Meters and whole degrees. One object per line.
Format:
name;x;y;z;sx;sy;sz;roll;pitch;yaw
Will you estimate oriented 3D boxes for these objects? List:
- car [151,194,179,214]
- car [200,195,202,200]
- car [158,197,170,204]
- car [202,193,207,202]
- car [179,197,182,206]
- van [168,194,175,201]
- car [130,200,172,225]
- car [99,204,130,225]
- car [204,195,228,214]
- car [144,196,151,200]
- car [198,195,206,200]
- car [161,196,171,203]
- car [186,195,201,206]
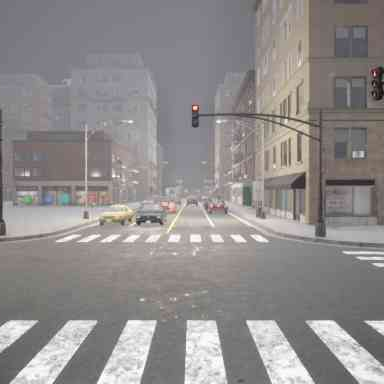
car;-2.819;1.353;35.488;2.097;1.767;4.553;0;0;0
car;2.682;1.529;52.544;1.752;1.417;4.829;0;0;0
car;-5.333;1.587;63.706;1.802;1.307;4.206;0;0;0
car;2.672;1.318;41.050;2.192;1.841;5.009;0;0;0
car;-2.721;1.552;56.068;2.033;1.411;5.357;0;0;0
van;-5.313;1.350;86.353;1.690;1.788;3.998;0;0;0
car;-2.828;1.548;24.182;2.033;1.411;5.357;0;0;0
car;-5.368;1.526;23.902;1.752;1.417;4.829;0;0;0
car;2.667;1.442;35.388;1.967;1.590;4.097;0;0;0
car;-5.353;1.553;41.058;2.008;1.369;4.403;0;0;0
car;2.717;1.577;92.008;1.947;1.339;4.313;0;0;0
car;-5.328;1.531;69.197;1.752;1.417;4.829;0;0;0
car;0.047;1.509;54.009;1.837;1.490;4.892;0;0;0
